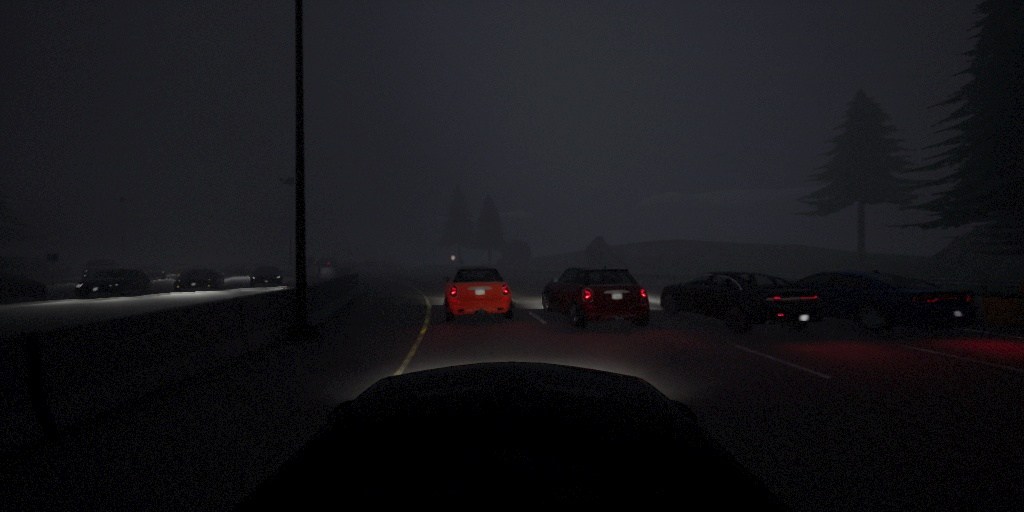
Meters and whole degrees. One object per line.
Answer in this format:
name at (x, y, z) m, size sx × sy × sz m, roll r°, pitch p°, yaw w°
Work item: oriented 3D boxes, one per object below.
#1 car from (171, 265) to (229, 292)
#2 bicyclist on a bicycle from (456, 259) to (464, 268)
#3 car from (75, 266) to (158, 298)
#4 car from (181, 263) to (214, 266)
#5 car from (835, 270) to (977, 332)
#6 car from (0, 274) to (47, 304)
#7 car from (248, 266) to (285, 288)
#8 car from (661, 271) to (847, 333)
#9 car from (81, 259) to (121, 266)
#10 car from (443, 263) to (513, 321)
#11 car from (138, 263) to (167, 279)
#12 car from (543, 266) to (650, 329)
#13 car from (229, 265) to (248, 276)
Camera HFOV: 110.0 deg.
car at (-20.204, 1.517, 23.326) m, size 1.994 × 1.385 × 4.181 m, roll 0°, pitch 0°, yaw -31°
bicyclist on a bicycle at (-7.931, 1.229, 55.311) m, size 0.582 × 1.620 × 1.656 m, roll 1°, pitch -21°, yaw 43°
car at (-22.585, 1.475, 20.535) m, size 1.837 × 1.490 × 4.892 m, roll 1°, pitch -1°, yaw -29°
car at (-34.837, 1.693, 39.691) m, size 4.718 × 1.301 × 1.895 m, roll -1°, pitch 0°, yaw 43°
car at (9.877, 1.163, 10.669) m, size 1.882 × 1.535 × 5.008 m, roll 0°, pitch 0°, yaw -8°
car at (-24.871, 1.547, 17.088) m, size 1.994 × 1.385 × 4.181 m, roll 0°, pitch 0°, yaw -25°
car at (-17.944, 1.464, 26.346) m, size 1.812 × 1.442 × 4.674 m, roll 0°, pitch 0°, yaw -32°
car at (6.351, 1.206, 10.636) m, size 2.128 × 1.511 × 4.902 m, roll 0°, pitch 0°, yaw -9°
car at (-39.926, 1.352, 34.861) m, size 5.566 × 2.045 × 2.150 m, roll -1°, pitch 0°, yaw 43°
car at (-1.367, 1.129, 12.952) m, size 2.097 × 1.767 × 4.553 m, roll -1°, pitch 0°, yaw -11°
car at (-37.208, 1.634, 37.119) m, size 4.674 × 1.442 × 1.812 m, roll -1°, pitch 0°, yaw 43°
car at (2.452, 1.097, 11.585) m, size 2.097 × 1.767 × 4.553 m, roll -1°, pitch 0°, yaw -9°
car at (-32.169, 1.675, 41.995) m, size 4.718 × 1.301 × 1.895 m, roll -1°, pitch 0°, yaw 43°
